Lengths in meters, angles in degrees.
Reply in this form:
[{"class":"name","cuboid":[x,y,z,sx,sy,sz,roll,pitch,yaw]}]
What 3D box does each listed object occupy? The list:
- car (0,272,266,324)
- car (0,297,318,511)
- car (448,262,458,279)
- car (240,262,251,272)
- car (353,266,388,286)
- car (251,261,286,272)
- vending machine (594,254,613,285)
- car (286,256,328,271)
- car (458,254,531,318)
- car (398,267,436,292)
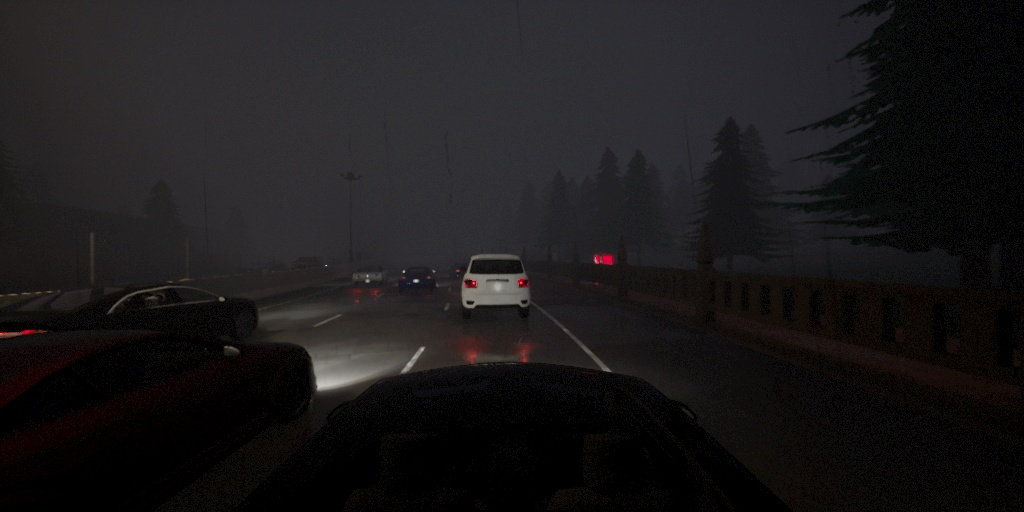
[{"class":"car","cuboid":[-7.230,1.264,7.101,2.128,1.511,4.902,0,0,-3]},{"class":"car","cuboid":[-3.576,1.327,3.105,1.994,1.385,4.181,0,0,-1]},{"class":"car","cuboid":[-4.594,1.272,32.344,2.033,1.411,5.357,0,0,-16]},{"class":"car","cuboid":[-29.797,1.362,41.990,2.033,1.411,5.357,0,0,-17]},{"class":"car","cuboid":[-10.126,1.357,25.984,1.895,1.301,4.718,0,0,-14]},{"class":"car","cuboid":[-24.537,1.292,37.013,2.128,1.511,4.902,0,0,-18]},{"class":"vending machine","cuboid":[5.835,0.890,22.856,1.100,2.100,0.880,0,0,-11]},{"class":"car","cuboid":[-20.730,1.006,36.583,2.150,2.045,5.566,0,0,-18]},{"class":"car","cuboid":[-0.706,0.958,13.100,2.150,2.045,5.566,0,0,-6]},{"class":"car","cuboid":[-5.569,1.308,21.353,1.994,1.385,4.181,0,0,-11]}]
